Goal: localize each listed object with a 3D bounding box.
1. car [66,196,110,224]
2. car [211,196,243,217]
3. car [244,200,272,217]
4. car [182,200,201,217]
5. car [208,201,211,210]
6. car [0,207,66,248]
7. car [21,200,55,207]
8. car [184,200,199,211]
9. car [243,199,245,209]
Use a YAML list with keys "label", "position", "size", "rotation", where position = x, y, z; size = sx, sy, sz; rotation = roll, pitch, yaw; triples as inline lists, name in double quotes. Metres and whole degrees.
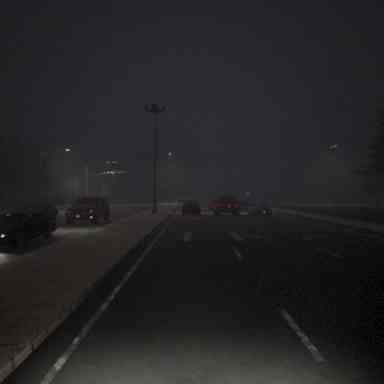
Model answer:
- label: "car"
  position: [-8.081, 1.382, 26.344]
  size: [2.150, 2.045, 5.566]
  rotation: [0, 0, 0]
- label: "car"
  position: [3.442, 1.419, 33.781]
  size: [2.150, 2.045, 5.566]
  rotation: [0, 0, 0]
- label: "car"
  position: [6.941, 1.723, 34.304]
  size: [1.812, 1.442, 4.674]
  rotation: [0, 0, 0]
- label: "car"
  position: [-0.054, 1.681, 34.527]
  size: [1.882, 1.535, 5.008]
  rotation: [0, 0, 0]
- label: "car"
  position: [3.420, 1.626, 47.190]
  size: [2.097, 1.767, 4.553]
  rotation: [0, 0, 0]
- label: "car"
  position: [-8.117, 1.645, 15.636]
  size: [2.033, 1.411, 5.357]
  rotation: [0, 0, 0]
- label: "car"
  position: [-11.587, 1.504, 24.509]
  size: [2.097, 1.767, 4.553]
  rotation: [0, 0, 0]
- label: "car"
  position: [-0.082, 1.839, 46.748]
  size: [1.994, 1.385, 4.181]
  rotation: [0, 0, 0]
- label: "car"
  position: [6.920, 1.762, 46.619]
  size: [2.128, 1.511, 4.902]
  rotation: [0, 0, 0]
